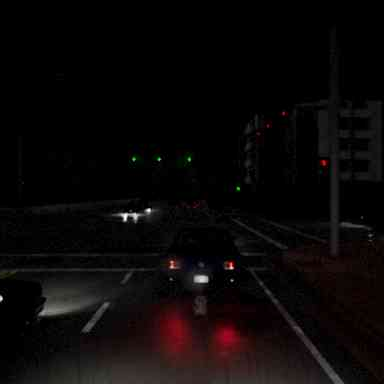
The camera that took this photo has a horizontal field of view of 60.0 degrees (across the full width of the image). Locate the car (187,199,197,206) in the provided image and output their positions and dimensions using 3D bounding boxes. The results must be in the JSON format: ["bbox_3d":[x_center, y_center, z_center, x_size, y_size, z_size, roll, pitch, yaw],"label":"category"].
[{"bbox_3d":[-0.002,2.050,65.208,1.895,1.301,4.718,0,0,0],"label":"car"}]

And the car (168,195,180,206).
[{"bbox_3d":[-3.502,1.670,65.197,2.150,2.045,5.566,0,0,0],"label":"car"}]

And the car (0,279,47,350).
[{"bbox_3d":[-3.430,1.571,3.259,2.033,1.411,5.357,0,0,0],"label":"car"}]

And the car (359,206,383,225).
[{"bbox_3d":[15.060,1.676,24.831,4.892,1.490,1.837,0,0,-2],"label":"car"}]

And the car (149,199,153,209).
[{"bbox_3d":[-7.080,1.858,51.310,1.837,1.490,4.892,0,0,0],"label":"car"}]

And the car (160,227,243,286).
[{"bbox_3d":[0.358,1.668,9.631,1.895,1.301,4.718,0,0,4],"label":"car"}]

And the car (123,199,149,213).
[{"bbox_3d":[-7.085,1.831,41.164,2.033,1.411,5.357,0,0,0],"label":"car"}]
